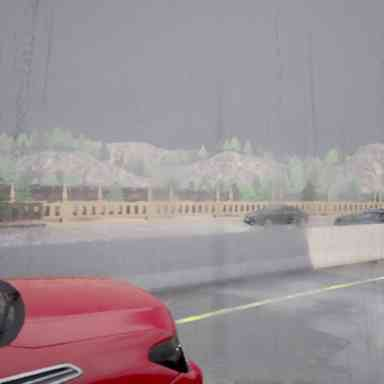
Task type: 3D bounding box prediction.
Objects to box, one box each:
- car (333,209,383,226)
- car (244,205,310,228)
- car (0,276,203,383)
[{"bbox_3d":[9.322,1.741,17.011,4.181,1.385,1.994,1,0,-24],"label":"car"},{"bbox_3d":[5.919,1.661,23.142,4.892,1.490,1.837,1,-1,-25],"label":"car"},{"bbox_3d":[-2.553,1.193,1.826,5.566,2.045,2.150,1,0,-36],"label":"car"}]
